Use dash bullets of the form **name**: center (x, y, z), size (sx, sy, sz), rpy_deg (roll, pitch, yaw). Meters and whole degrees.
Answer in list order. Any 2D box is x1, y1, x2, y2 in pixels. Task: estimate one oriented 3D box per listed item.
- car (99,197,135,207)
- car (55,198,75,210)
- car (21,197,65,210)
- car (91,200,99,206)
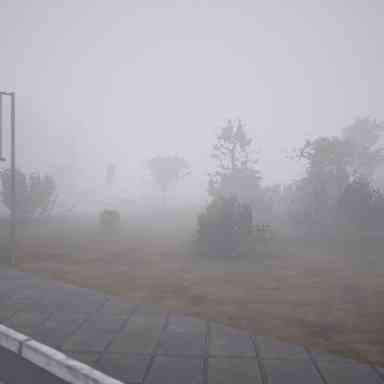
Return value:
- **car**: center (-10.582, 1.469, 49.558), size (2.033, 1.411, 5.357), rpy_deg (0, 1, 39)
- **car**: center (-17.045, 1.482, 41.538), size (2.128, 1.511, 4.902), rpy_deg (0, 0, 39)
- **car**: center (-19.576, 1.481, 43.977), size (2.128, 1.511, 4.902), rpy_deg (0, 0, 39)
- **car**: center (-13.250, 1.521, 51.824), size (1.895, 1.301, 4.718), rpy_deg (0, 1, 39)
